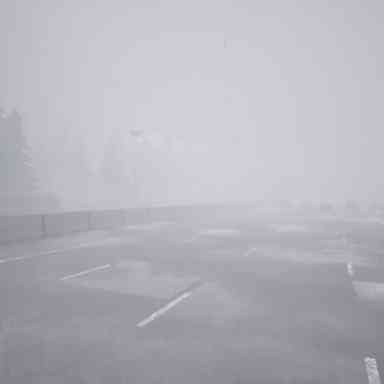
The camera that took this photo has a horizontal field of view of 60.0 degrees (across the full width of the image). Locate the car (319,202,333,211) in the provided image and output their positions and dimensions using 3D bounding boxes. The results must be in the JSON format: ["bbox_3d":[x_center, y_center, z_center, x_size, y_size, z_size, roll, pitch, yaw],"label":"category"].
[{"bbox_3d":[19.996,2.173,49.617,1.895,1.301,4.718,0,-1,23],"label":"car"}]

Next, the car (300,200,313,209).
[{"bbox_3d":[20.621,2.140,59.890,1.882,1.535,5.008,0,-1,23],"label":"car"}]

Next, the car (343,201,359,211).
[{"bbox_3d":[24.262,2.121,50.655,1.837,1.490,4.892,0,-1,23],"label":"car"}]

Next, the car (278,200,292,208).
[{"bbox_3d":[16.649,2.131,59.515,1.837,1.490,4.892,0,-1,23],"label":"car"}]
